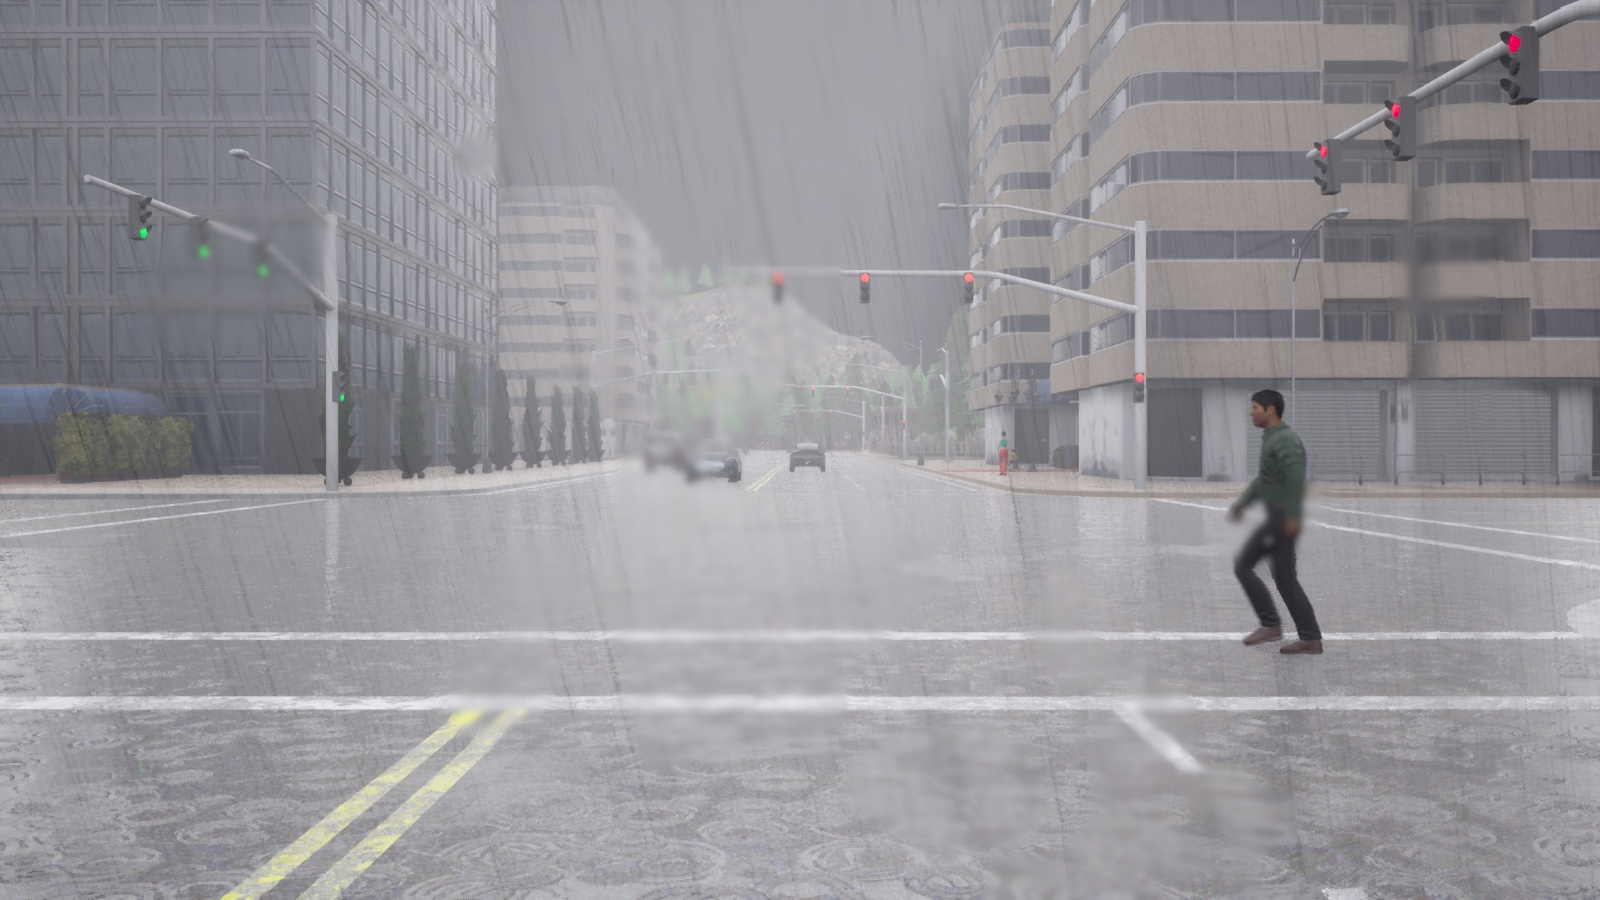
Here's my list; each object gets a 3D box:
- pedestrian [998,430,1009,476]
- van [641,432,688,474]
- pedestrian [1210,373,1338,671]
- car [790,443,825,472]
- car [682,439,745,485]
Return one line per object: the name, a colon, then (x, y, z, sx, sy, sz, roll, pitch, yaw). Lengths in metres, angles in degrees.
pedestrian: (8.259, 0.124, 50.987, 0.345, 1.836, 0.594, 0, 0, -2)
van: (-6.632, 0.145, 61.809, 1.775, 1.987, 4.442, 0, 0, 0)
pedestrian: (3.216, 0.469, 8.541, 0.788, 1.949, 0.423, 0, 0, 20)
car: (0.398, 0.375, 66.795, 1.837, 1.490, 4.892, 0, 0, 0)
car: (-3.212, 0.405, 47.640, 2.033, 1.649, 4.856, 0, 0, 0)
